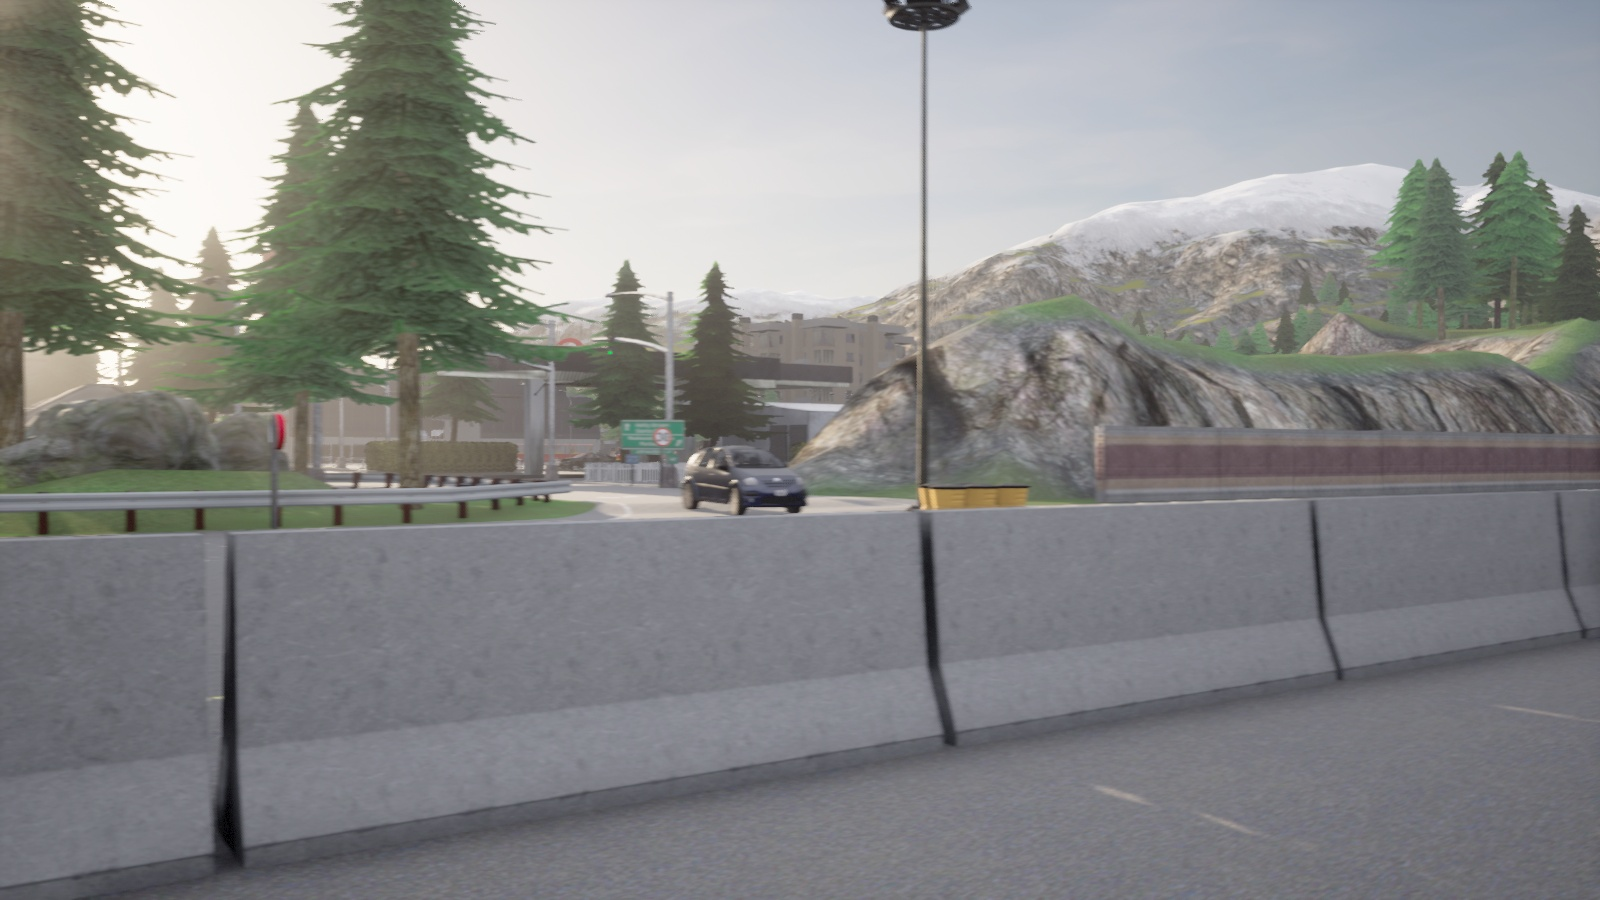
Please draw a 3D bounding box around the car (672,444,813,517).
[{"bbox_3d":[-1.466,0.673,30.401,1.851,1.617,3.988,0,1,-29],"label":"car"}]
